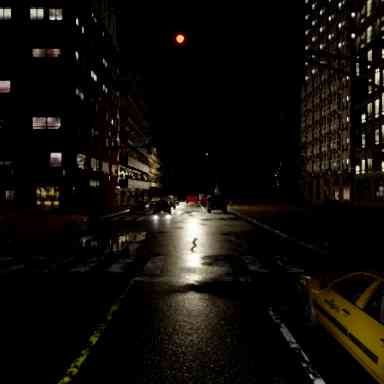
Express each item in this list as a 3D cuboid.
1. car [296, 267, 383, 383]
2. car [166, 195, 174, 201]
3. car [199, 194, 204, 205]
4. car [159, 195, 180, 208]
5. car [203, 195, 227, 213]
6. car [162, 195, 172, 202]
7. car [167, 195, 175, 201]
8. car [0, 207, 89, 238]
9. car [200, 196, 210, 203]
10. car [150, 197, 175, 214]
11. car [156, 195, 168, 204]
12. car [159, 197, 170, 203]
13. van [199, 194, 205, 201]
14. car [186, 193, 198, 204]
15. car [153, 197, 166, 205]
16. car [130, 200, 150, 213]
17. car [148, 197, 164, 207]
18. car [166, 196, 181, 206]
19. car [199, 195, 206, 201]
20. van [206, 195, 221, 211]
[{"bbox_3d":[2.686,1.525,4.154,1.752,1.417,4.829,0,0,0],"label":"car"},{"bbox_3d":[-5.697,1.611,85.966,1.752,1.417,4.829,0,0,0],"label":"car"},{"bbox_3d":[2.683,1.353,58.502,2.192,1.841,5.009,0,0,0],"label":"car"},{"bbox_3d":[-3.090,1.567,45.432,2.033,1.411,5.357,0,0,0],"label":"car"},{"bbox_3d":[2.684,1.326,36.397,2.192,1.841,5.009,0,0,0],"label":"car"},{"bbox_3d":[-5.697,1.505,75.082,1.967,1.590,4.097,0,0,0],"label":"car"},{"bbox_3d":[-5.697,1.642,91.661,1.887,1.381,4.507,0,0,0],"label":"car"},{"bbox_3d":[-8.309,1.593,18.420,5.008,1.535,1.882,-1,1,-14],"label":"car"},{"bbox_3d":[2.684,1.600,69.556,1.887,1.381,4.507,0,0,0],"label":"car"},{"bbox_3d":[-3.123,1.558,35.304,2.033,1.411,5.357,0,0,-4],"label":"car"},{"bbox_3d":[-5.697,1.487,64.029,1.967,1.590,4.097,0,0,0],"label":"car"},{"bbox_3d":[-5.696,1.637,69.556,1.802,1.307,4.206,0,0,0],"label":"car"},{"bbox_3d":[2.682,1.439,91.662,1.690,1.788,3.998,0,0,0],"label":"van"},{"bbox_3d":[-0.003,1.270,65.203,2.150,2.045,5.566,0,0,0],"label":"car"},{"bbox_3d":[-5.696,1.582,58.501,1.887,1.381,4.507,0,0,0],"label":"car"},{"bbox_3d":[-5.694,1.562,36.396,2.008,1.369,4.403,0,0,0],"label":"car"},{"bbox_3d":[-5.696,1.580,52.975,2.008,1.369,4.403,0,0,0],"label":"car"},{"bbox_3d":[-3.048,1.525,55.625,2.128,1.511,4.902,0,0,0],"label":"car"},{"bbox_3d":[2.683,1.611,86.306,1.752,1.417,4.829,0,0,0],"label":"car"},{"bbox_3d":[2.684,1.357,41.922,1.690,1.788,3.998,0,0,0],"label":"van"}]
